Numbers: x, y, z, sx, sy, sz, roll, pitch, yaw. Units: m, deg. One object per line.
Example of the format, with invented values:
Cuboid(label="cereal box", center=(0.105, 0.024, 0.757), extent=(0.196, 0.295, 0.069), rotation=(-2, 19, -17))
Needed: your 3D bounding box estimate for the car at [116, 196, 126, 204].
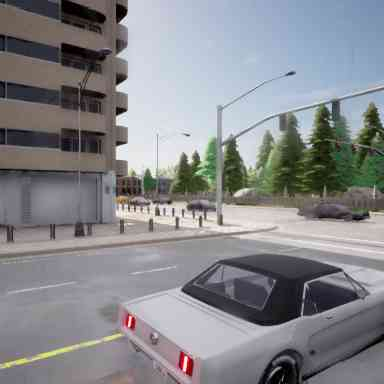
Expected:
Cuboid(label="car", center=(-14.240, 1.533, 67.153), extent=(1.882, 1.535, 5.008), rotation=(0, 0, -36))

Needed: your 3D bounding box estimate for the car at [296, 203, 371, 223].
Cuboid(label="car", center=(11.065, 1.588, 26.387), extent=(2.033, 1.411, 5.357), rotation=(0, -1, -43))

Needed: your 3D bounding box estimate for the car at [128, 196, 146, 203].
Cuboid(label="car", center=(-11.624, 1.581, 69.502), extent=(1.812, 1.442, 4.674), rotation=(0, 0, -36))

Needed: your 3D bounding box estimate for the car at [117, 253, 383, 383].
Cuboid(label="car", center=(1.480, 1.601, 4.833), extent=(4.718, 1.301, 1.895), rotation=(0, 0, -35))

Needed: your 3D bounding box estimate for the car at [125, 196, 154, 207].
Cuboid(label="car", center=(-8.295, 1.581, 52.607), extent=(1.812, 1.442, 4.674), rotation=(0, 0, -36))

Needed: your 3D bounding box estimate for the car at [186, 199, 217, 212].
Cuboid(label="car", center=(1.122, 1.581, 39.486), extent=(1.812, 1.442, 4.674), rotation=(0, 0, -36))

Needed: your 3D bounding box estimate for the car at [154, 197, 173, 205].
Cuboid(label="car", center=(-5.593, 1.603, 61.145), extent=(2.033, 1.411, 5.357), rotation=(0, 0, -36))
